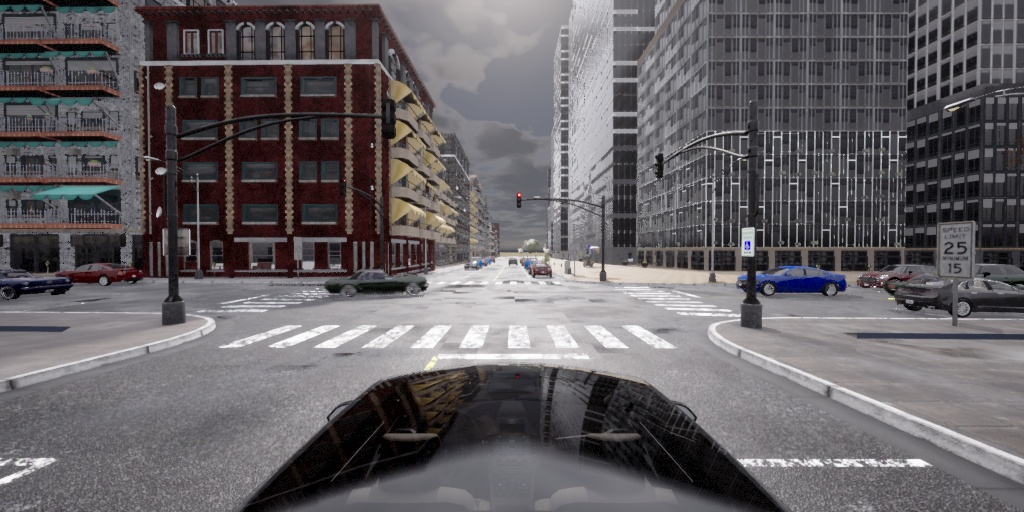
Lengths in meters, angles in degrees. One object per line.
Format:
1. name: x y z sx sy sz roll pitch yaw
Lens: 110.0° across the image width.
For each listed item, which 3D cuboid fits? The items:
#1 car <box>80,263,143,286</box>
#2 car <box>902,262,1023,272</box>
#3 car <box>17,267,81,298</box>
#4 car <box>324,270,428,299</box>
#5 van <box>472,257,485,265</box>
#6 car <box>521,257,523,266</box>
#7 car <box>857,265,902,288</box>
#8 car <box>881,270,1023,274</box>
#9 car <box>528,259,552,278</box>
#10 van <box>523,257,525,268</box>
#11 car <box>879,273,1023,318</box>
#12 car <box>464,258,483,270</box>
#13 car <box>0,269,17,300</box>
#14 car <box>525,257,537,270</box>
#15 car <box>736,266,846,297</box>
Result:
1. car: -25.808 1.110 22.397 4.507 1.381 1.888 0 0 1
2. car: 24.146 1.189 18.886 4.553 1.767 2.097 0 1 1
3. car: -23.380 1.269 16.453 4.718 1.301 1.895 0 1 1
4. car: -6.597 1.339 17.845 4.718 1.301 1.895 0 0 -20
5. van: -5.565 1.036 56.010 1.690 1.789 3.998 0 0 0
6. car: 2.784 1.240 56.024 1.888 1.381 4.507 0 0 0
7. car: 23.420 1.230 21.632 4.097 1.591 1.967 0 0 1
8. car: 19.643 1.466 15.763 4.718 1.301 1.895 0 1 1
9. car: 2.731 1.271 33.440 1.888 1.381 4.507 0 0 0
10. van: 2.771 1.044 50.378 1.690 1.789 3.998 0 0 0
11. car: 16.741 1.445 13.100 4.403 1.370 2.007 0 0 1
12. car: -5.577 1.269 50.364 1.948 1.339 4.313 0 0 0
13. car: -22.596 1.259 13.733 4.507 1.381 1.888 0 0 1
14. car: 2.744 1.159 39.086 1.967 1.591 4.097 0 0 0
15. car: 14.687 1.270 19.046 5.008 1.535 1.882 0 1 2
